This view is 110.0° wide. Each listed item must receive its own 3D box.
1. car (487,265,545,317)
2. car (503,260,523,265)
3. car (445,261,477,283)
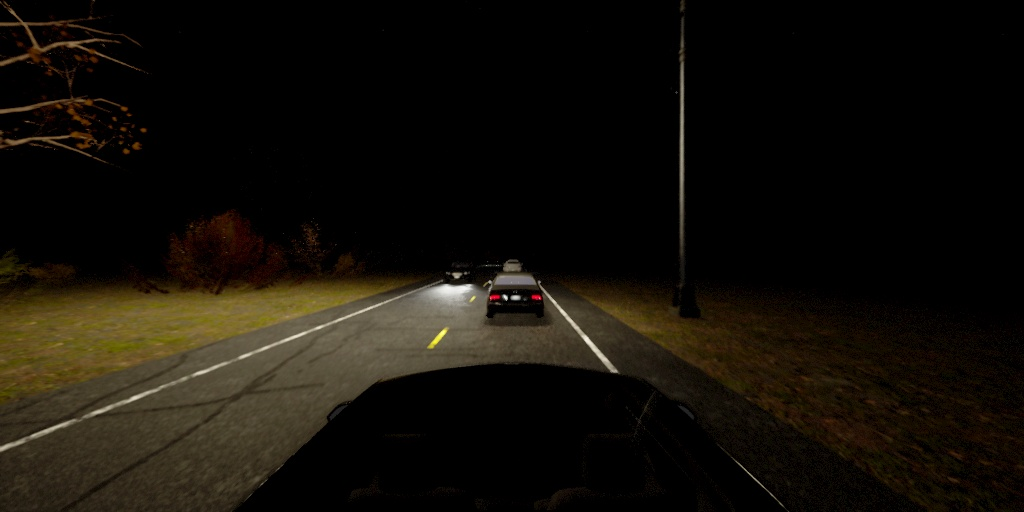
[{"bbox_3d":[0.096,1.229,12.836,2.033,1.411,5.357,0,0,0],"label":"car"},{"bbox_3d":[0.103,1.082,34.017,1.812,1.442,4.674,0,0,0],"label":"car"},{"bbox_3d":[-3.596,1.096,25.895,2.128,1.511,4.902,0,0,0],"label":"car"}]
